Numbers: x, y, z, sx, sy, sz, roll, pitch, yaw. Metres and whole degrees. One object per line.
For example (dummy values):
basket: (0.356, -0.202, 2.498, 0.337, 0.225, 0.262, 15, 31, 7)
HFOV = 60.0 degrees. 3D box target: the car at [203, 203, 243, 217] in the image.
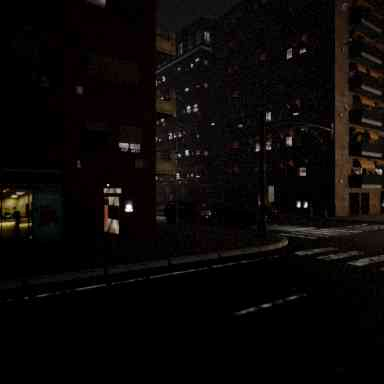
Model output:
car: (3.333, 1.901, 36.655, 1.947, 1.339, 4.313, -1, 0, -36)

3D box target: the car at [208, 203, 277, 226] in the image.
car: (3.823, 1.719, 25.979, 2.128, 1.511, 4.902, 0, -1, -36)

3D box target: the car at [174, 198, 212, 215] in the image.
car: (0.033, 1.721, 41.144, 2.192, 1.841, 5.009, -1, 0, -36)

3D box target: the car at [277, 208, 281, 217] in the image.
car: (6.628, 1.847, 32.167, 1.802, 1.307, 4.206, -1, 0, -36)

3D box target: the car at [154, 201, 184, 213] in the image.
car: (-3.257, 2.027, 45.632, 2.008, 1.369, 4.403, -1, 0, -36)

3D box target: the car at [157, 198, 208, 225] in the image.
car: (-0.367, 1.588, 27.078, 2.192, 1.841, 5.009, -1, 0, -36)
